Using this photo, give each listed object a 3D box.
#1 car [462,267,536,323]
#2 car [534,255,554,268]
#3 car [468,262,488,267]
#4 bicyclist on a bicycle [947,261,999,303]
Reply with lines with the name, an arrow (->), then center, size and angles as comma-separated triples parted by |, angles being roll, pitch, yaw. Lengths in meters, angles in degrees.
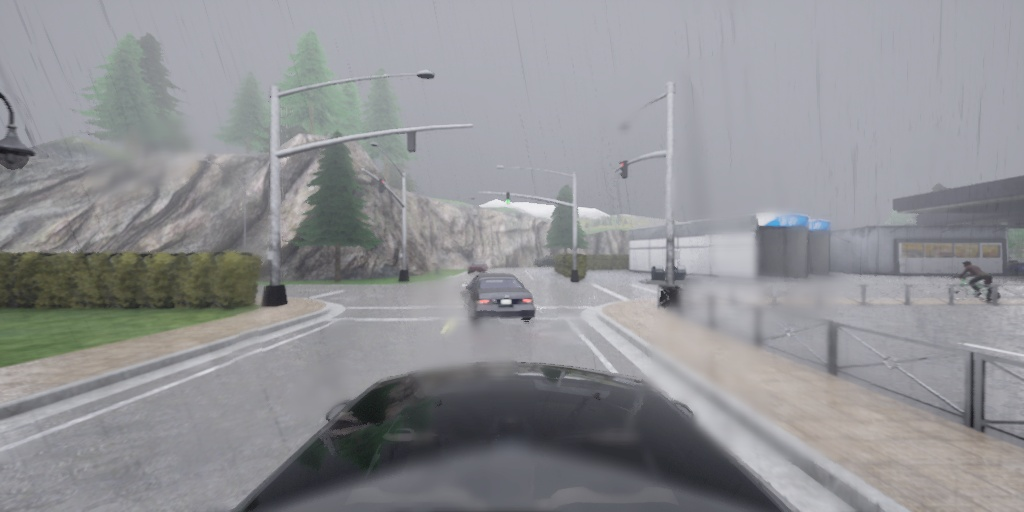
car -> -0.608, 1.276, 12.113 | 2.033, 1.411, 5.357 | 0, 0, -10
car -> 6.373, 0.859, 57.740 | 5.566, 2.045, 2.150 | 0, 0, -13
car -> -3.612, 1.276, 38.180 | 1.895, 1.301, 4.718 | 0, 0, 0
bicyclist on a bicycle -> 18.299, 1.024, 14.281 | 0.582, 1.620, 1.656 | 0, 0, 1
